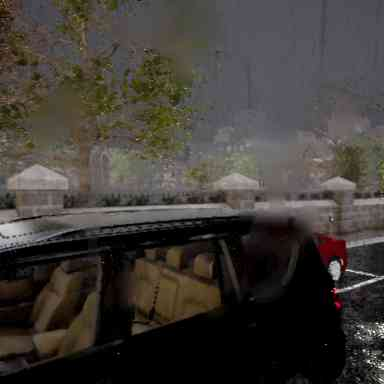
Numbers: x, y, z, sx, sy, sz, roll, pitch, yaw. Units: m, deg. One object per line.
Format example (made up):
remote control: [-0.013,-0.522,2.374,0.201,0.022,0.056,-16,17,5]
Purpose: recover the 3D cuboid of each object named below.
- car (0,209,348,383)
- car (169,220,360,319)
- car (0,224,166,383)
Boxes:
car: [-1.068,1.219,2.598,5.566,2.045,2.150,0,0,-35]
car: [1.874,1.528,7.899,4.507,1.381,1.887,0,0,-35]
car: [-2.633,1.439,4.685,4.097,1.590,1.967,0,0,-35]
